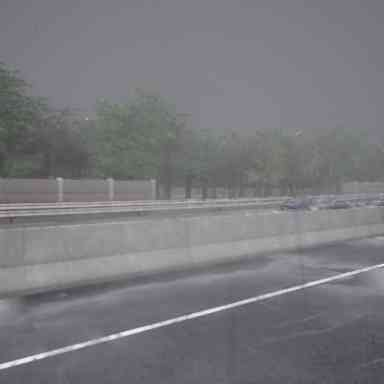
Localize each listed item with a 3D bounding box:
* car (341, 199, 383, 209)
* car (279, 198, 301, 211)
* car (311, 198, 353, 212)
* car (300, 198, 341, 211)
[{"bbox_3d":[14.235,1.396,26.636,4.181,1.385,1.994,-1,0,-34],"label":"car"},{"bbox_3d":[11.951,1.339,36.910,5.357,1.411,2.033,-1,0,-37],"label":"car"},{"bbox_3d":[14.979,1.371,35.490,4.718,1.301,1.895,-1,0,-34],"label":"car"},{"bbox_3d":[12.296,1.324,29.550,4.902,1.511,2.128,-1,0,-34],"label":"car"}]
